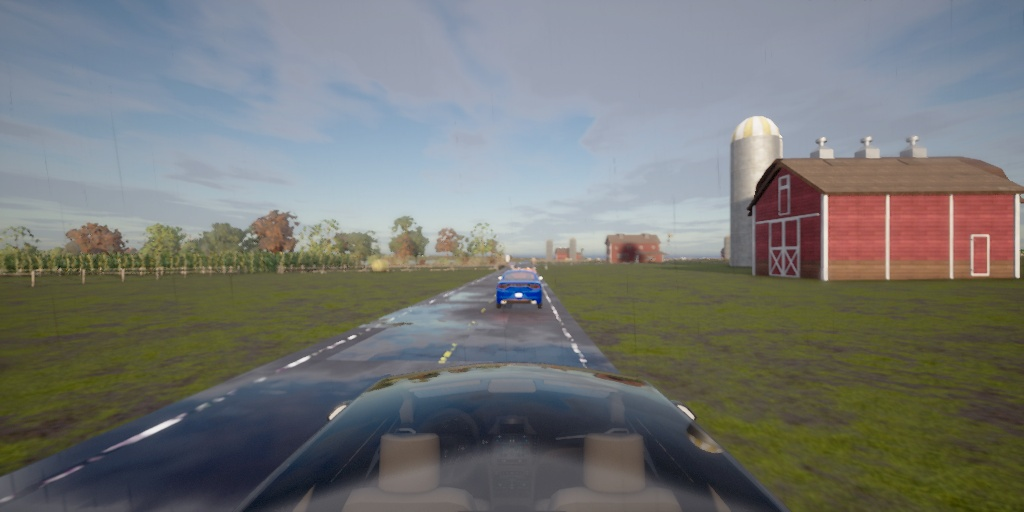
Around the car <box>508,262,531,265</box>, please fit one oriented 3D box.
[{"bbox_3d":[0.999,1.364,30.815,2.097,1.767,4.553,0,-1,3],"label":"car"}]

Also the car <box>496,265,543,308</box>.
[{"bbox_3d":[0.371,1.361,16.218,1.882,1.535,5.008,0,0,3],"label":"car"}]
